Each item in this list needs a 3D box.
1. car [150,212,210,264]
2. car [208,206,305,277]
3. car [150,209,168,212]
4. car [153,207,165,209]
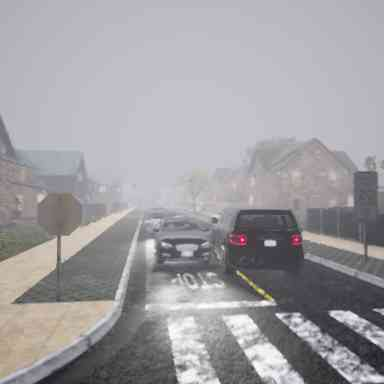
[{"bbox_3d":[-0.467,1.734,12.927,2.128,1.511,4.902,0,-1,-8],"label":"car"},{"bbox_3d":[1.923,1.463,11.167,2.150,2.045,5.566,0,-1,-2],"label":"car"},{"bbox_3d":[-1.760,2.033,22.481,1.895,1.301,4.718,0,-1,-8],"label":"car"},{"bbox_3d":[-3.595,2.282,36.225,1.994,1.385,4.181,0,-1,-8],"label":"car"}]
